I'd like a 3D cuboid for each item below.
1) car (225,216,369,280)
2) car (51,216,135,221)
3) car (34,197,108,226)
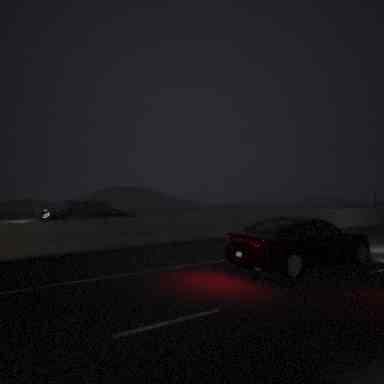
[{"bbox_3d":[3.302,1.463,9.992,5.008,1.535,1.882,0,0,-33],"label":"car"},{"bbox_3d":[-4.826,1.531,17.464,4.181,1.385,1.994,0,0,-33],"label":"car"},{"bbox_3d":[-8.493,1.307,23.422,4.553,1.767,2.097,0,0,-33],"label":"car"}]
